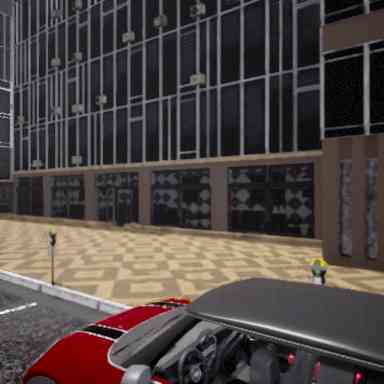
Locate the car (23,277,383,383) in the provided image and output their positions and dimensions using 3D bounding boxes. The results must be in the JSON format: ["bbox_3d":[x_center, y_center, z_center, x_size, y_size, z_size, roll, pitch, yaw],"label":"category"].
[{"bbox_3d":[0.460,1.438,2.548,4.097,1.590,1.967,0,0,35],"label":"car"}]
